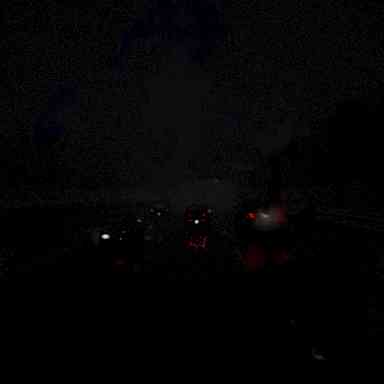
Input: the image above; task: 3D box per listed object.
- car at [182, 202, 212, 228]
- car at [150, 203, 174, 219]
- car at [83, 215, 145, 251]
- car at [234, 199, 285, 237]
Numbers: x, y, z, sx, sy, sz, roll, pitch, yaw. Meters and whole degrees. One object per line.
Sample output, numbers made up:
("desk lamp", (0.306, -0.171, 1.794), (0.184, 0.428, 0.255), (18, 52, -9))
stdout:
("car", (0.358, 1.743, 24.430), (1.837, 1.490, 4.892), (0, -1, 1))
("car", (-2.947, 1.846, 32.684), (1.812, 1.442, 4.674), (0, -1, 2))
("car", (-3.300, 1.705, 14.789), (1.994, 1.385, 4.181), (0, -1, 1))
("car", (3.760, 1.411, 19.311), (2.150, 2.045, 5.566), (0, -1, 1))
